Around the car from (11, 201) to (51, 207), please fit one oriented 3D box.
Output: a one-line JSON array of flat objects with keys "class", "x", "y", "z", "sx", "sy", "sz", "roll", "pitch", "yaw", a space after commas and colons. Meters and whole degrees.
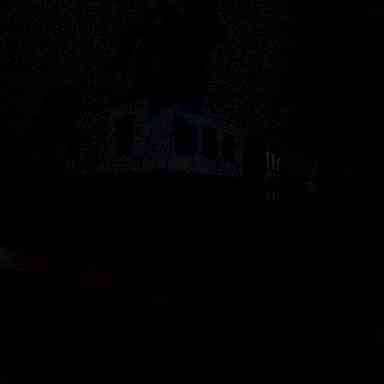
[{"class": "car", "x": -14.724, "y": 1.528, "z": 29.203, "sx": 2.033, "sy": 1.411, "sz": 5.357, "roll": 0, "pitch": 0, "yaw": 29}]
